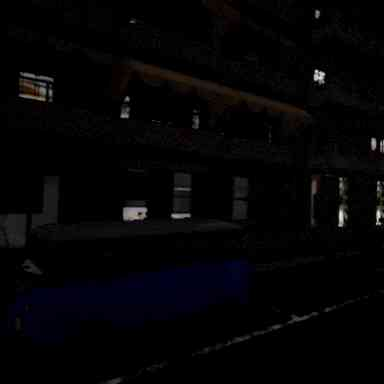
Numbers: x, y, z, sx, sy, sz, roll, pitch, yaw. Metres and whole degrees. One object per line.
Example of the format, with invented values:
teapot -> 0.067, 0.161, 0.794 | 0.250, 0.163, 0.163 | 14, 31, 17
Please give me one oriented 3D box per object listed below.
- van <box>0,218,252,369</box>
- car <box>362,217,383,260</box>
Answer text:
van -> -0.828, 1.368, 5.481 | 3.998, 1.788, 1.690 | 1, 1, -35
car -> 8.177, 1.472, 11.903 | 5.009, 1.841, 2.192 | 1, 1, -35
